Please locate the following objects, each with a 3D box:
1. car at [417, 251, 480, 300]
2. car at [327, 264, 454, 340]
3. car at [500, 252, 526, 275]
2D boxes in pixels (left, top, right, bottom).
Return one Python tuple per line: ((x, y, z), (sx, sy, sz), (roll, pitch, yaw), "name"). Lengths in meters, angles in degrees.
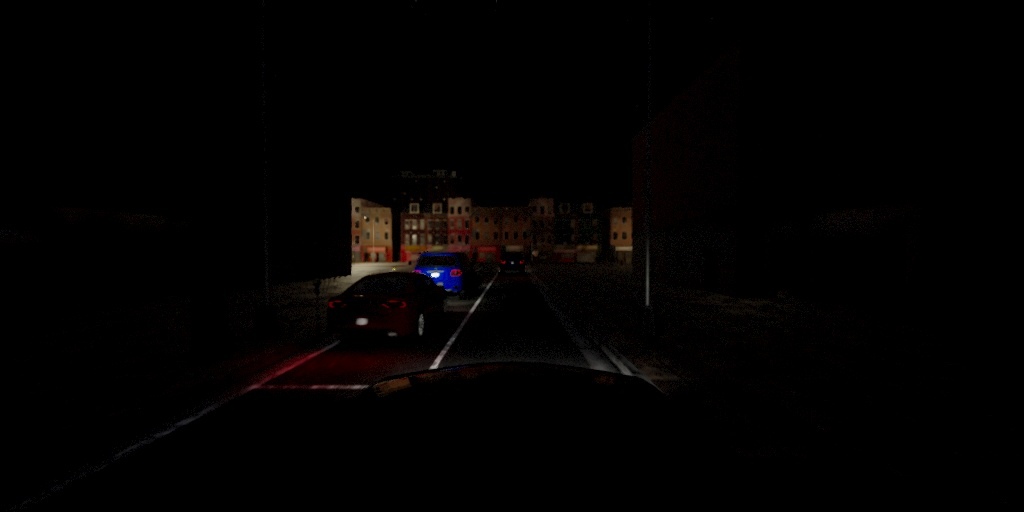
((-2.974, 0.809, 16.734), (2.150, 2.045, 5.566), (0, 1, 0), "car")
((-3.014, 1.140, 9.686), (1.882, 1.535, 5.008), (0, 1, 0), "car")
((0.054, 0.641, 33.087), (2.150, 2.045, 5.566), (0, 1, 1), "car")
